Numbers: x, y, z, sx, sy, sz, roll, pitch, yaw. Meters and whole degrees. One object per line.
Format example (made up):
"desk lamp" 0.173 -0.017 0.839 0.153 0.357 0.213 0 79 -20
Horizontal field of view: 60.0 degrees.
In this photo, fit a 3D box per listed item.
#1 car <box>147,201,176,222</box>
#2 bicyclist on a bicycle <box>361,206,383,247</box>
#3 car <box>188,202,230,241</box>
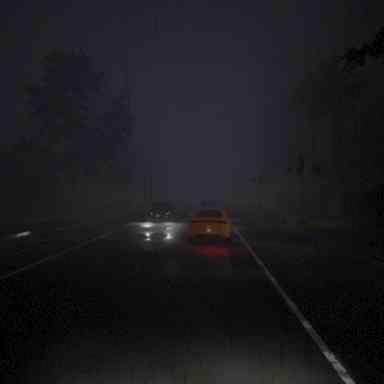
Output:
"car" -2.349 1.497 26.537 1.837 1.490 4.892 0 0 3
"bicyclist on a bicycle" 7.458 1.362 12.990 1.656 1.620 0.582 0 0 3
"car" 0.842 1.489 16.712 1.882 1.535 5.008 0 0 3
